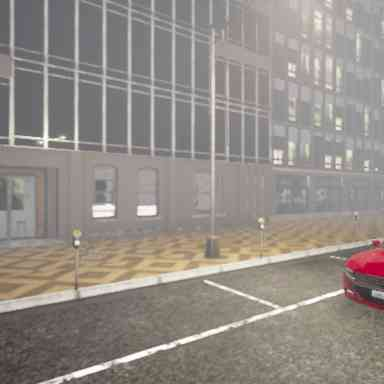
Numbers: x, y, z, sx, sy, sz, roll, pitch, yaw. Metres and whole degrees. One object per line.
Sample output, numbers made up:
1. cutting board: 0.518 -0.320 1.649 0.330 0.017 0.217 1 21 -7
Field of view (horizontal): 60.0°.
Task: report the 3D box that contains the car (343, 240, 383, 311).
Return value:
1. car: 5.219 1.476 7.102 5.008 1.535 1.882 0 0 -36
